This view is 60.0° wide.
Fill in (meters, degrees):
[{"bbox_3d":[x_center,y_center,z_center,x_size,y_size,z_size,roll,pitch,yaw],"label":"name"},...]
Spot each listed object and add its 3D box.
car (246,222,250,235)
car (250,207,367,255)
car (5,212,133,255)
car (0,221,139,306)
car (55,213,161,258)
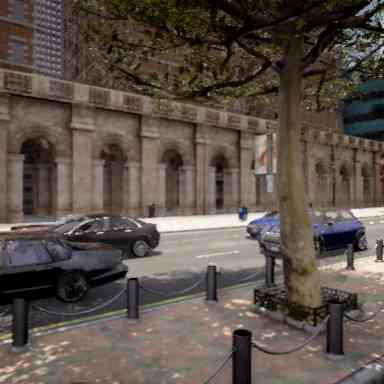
[{"bbox_3d":[4.928,1.601,17.314,4.674,1.442,1.812,0,0,-35],"label":"car"},{"bbox_3d":[4.726,1.412,12.880,4.553,1.767,2.097,0,0,-35],"label":"car"},{"bbox_3d":[-5.083,1.617,14.060,4.718,1.301,1.895,0,0,-36],"label":"car"},{"bbox_3d":[-4.002,1.551,6.664,5.357,1.411,2.033,0,0,-35],"label":"car"},{"bbox_3d":[-3.409,1.526,11.384,4.892,1.490,1.837,1,0,-35],"label":"car"}]
